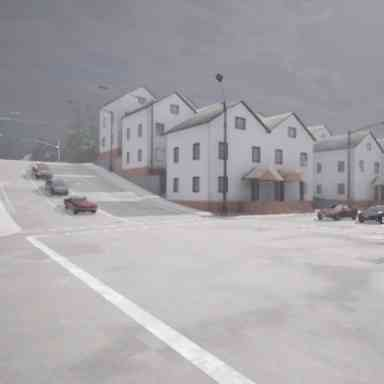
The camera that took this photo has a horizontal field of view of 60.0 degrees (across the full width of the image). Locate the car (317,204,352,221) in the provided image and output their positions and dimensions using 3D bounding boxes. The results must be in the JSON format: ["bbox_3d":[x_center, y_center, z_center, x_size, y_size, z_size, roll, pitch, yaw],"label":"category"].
[{"bbox_3d":[13.473,1.840,30.529,4.674,1.442,1.812,1,0,-35],"label":"car"}]

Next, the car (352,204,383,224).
[{"bbox_3d":[15.919,1.823,27.955,4.892,1.490,1.837,1,0,-34],"label":"car"}]

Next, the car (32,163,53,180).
[{"bbox_3d":[-19.811,-2.792,44.191,2.097,1.767,4.553,1,13,-34],"label":"car"}]

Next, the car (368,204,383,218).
[{"bbox_3d":[21.010,2.013,35.616,4.718,1.301,1.895,1,0,-34],"label":"car"}]

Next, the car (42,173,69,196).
[{"bbox_3d":[-15.104,-0.620,37.256,1.837,1.490,4.892,1,13,-34],"label":"car"}]

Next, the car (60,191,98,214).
[{"bbox_3d":[-10.005,1.077,29.789,1.895,1.301,4.718,1,6,-34],"label":"car"}]
